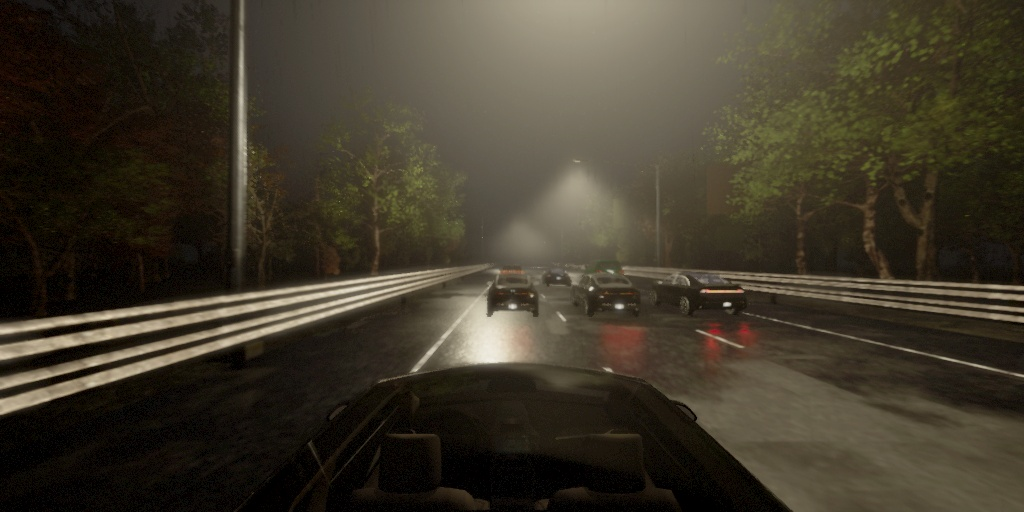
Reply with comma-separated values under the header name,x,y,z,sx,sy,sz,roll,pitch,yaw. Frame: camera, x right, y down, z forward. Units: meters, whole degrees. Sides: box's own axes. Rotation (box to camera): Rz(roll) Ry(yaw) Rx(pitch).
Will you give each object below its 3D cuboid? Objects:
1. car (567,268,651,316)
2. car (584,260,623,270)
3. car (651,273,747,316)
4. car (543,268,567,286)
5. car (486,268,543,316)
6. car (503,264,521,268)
name,x,y,z,sx,sy,sz,roll,pitch,yaw
car,3.543,1.422,14.164,1.837,1.490,4.892,0,0,0
car,7.028,1.321,28.018,2.150,2.045,5.566,0,0,1
car,7.043,1.407,14.140,2.128,1.511,4.902,0,-1,0
car,3.539,1.677,29.136,1.994,1.385,4.181,0,-1,0
car,0.043,1.422,14.172,1.837,1.490,4.892,0,0,0
car,0.038,1.463,29.050,2.097,1.767,4.553,0,-1,0
